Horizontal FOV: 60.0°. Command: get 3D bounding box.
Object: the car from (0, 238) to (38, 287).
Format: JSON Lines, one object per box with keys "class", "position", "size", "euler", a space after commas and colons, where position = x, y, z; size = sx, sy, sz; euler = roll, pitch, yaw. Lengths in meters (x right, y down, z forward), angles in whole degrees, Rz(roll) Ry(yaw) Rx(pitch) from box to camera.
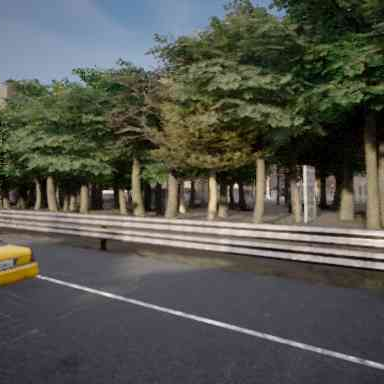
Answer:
{"class": "car", "position": [-6.183, 1.498, 8.058], "size": [5.366, 1.575, 1.801], "euler": [0, 1, 26]}
